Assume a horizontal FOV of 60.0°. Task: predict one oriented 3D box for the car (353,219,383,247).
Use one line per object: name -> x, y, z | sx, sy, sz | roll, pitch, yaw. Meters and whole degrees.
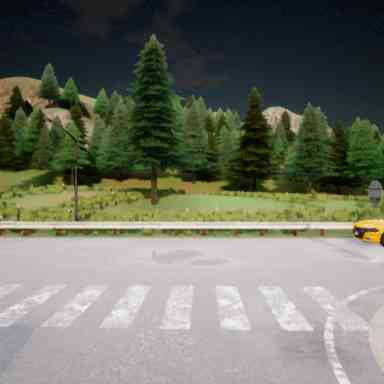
car -> 9.388, 1.471, 13.876 | 5.008, 1.535, 1.882 | 0, 0, 1
